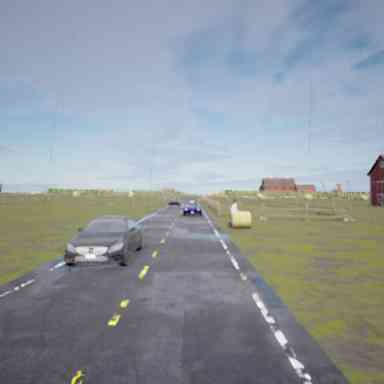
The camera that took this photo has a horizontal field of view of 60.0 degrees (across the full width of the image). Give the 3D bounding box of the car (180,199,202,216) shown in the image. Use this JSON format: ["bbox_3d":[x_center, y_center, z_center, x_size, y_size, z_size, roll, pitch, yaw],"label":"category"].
[{"bbox_3d":[0.059,1.699,34.236,1.895,1.301,4.718,0,0,1],"label":"car"}]

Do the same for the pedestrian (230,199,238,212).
[{"bbox_3d":[2.838,1.370,22.456,0.375,1.860,0.375,1,-1,2],"label":"pedestrian"}]

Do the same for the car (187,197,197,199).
[{"bbox_3d":[0.045,1.487,47.528,2.097,1.767,4.553,0,0,0],"label":"car"}]

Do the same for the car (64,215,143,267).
[{"bbox_3d":[-2.843,1.559,11.642,1.812,1.442,4.674,0,0,0],"label":"car"}]

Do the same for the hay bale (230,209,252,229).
[{"bbox_3d":[3.128,1.716,21.347,1.220,1.180,1.240,-1,-1,0],"label":"hay bale"}]

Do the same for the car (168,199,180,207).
[{"bbox_3d":[-2.783,1.754,53.677,1.895,1.301,4.718,0,0,0],"label":"car"}]
